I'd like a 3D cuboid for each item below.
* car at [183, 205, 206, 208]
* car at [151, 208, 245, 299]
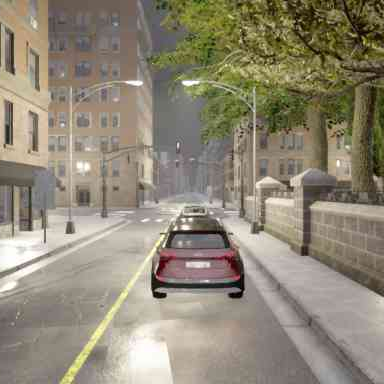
[{"bbox_3d":[0.141,1.503,18.339,1.837,1.490,4.892,0,0,0],"label":"car"},{"bbox_3d":[0.119,1.430,8.492,2.033,1.649,4.856,0,0,0],"label":"car"}]
